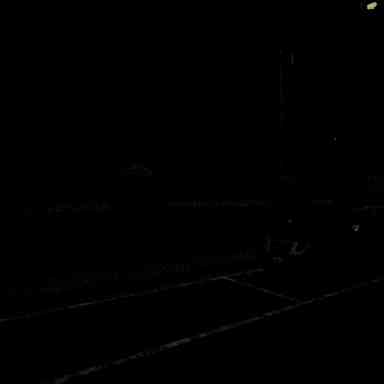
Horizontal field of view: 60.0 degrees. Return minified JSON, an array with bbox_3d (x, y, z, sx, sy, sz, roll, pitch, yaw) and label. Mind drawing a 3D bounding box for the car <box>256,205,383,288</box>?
[{"bbox_3d":[4.104,1.313,9.466,5.009,1.841,2.192,0,0,-36],"label":"car"}]
